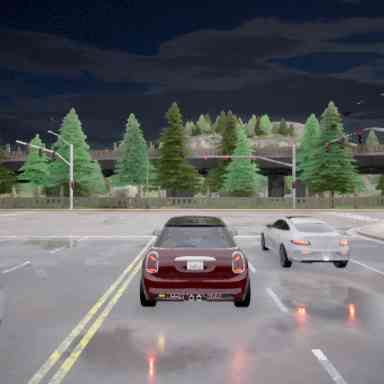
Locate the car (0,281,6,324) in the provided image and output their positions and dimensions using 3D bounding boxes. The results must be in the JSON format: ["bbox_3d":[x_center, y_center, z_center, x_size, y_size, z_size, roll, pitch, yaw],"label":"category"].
[{"bbox_3d":[-3.577,1.525,3.010,1.812,1.442,4.674,0,0,0],"label":"car"}]

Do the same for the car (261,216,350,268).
[{"bbox_3d":[3.595,1.525,11.183,1.812,1.442,4.674,0,0,0],"label":"car"}]

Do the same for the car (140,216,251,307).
[{"bbox_3d":[0.078,1.352,8.135,2.097,1.767,4.553,0,0,1],"label":"car"}]
